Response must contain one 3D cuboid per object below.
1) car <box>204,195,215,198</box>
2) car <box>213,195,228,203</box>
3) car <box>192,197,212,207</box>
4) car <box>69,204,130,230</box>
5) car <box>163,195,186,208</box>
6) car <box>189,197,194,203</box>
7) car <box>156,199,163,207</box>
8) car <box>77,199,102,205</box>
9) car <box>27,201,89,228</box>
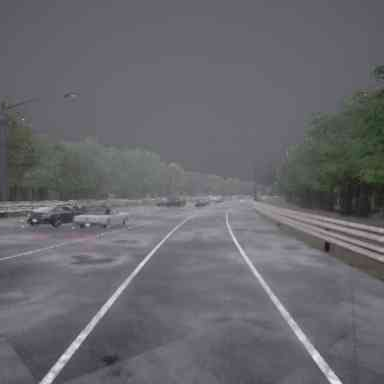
[{"bbox_3d":[3.959,2.148,86.448,2.033,1.411,5.357,0,0,12],"label":"car"},{"bbox_3d":[7.393,2.164,85.773,2.033,1.411,5.357,0,0,12],"label":"car"},{"bbox_3d":[1.901,2.016,59.331,1.895,1.301,4.718,0,0,12],"label":"car"},{"bbox_3d":[-5.820,1.697,22.144,1.895,1.301,4.718,0,0,12],"label":"car"},{"bbox_3d":[-2.530,1.583,55.184,2.150,2.045,5.566,0,0,12],"label":"car"},{"bbox_3d":[0.534,2.117,87.169,2.128,1.511,4.902,0,0,12],"label":"car"},{"bbox_3d":[-4.949,1.985,60.755,1.895,1.301,4.718,0,0,12],"label":"car"},{"bbox_3d":[-10.450,1.517,34.265,2.097,1.767,4.553,0,0,12],"label":"car"},{"bbox_3d":[-9.251,1.606,22.834,1.812,1.442,4.674,0,0,12],"label":"car"}]
